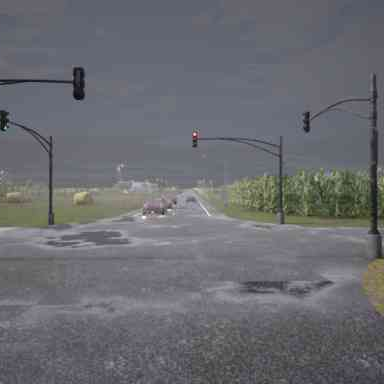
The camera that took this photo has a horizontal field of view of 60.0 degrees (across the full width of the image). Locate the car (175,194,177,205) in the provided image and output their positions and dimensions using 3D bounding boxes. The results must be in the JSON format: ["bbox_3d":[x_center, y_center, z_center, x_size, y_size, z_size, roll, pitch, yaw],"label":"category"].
[{"bbox_3d":[-3.723,1.152,56.690,2.150,2.045,5.566,0,0,1],"label":"car"}]

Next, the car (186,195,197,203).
[{"bbox_3d":[-0.120,1.410,66.140,1.837,1.490,4.892,0,0,0],"label":"car"}]

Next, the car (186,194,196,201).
[{"bbox_3d":[-0.198,1.330,76.444,2.128,1.511,4.902,0,0,0],"label":"car"}]

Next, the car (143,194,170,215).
[{"bbox_3d":[-3.718,1.325,33.910,2.097,1.767,4.553,0,0,0],"label":"car"}]

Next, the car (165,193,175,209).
[{"bbox_3d":[-3.712,1.310,44.006,2.097,1.767,4.553,0,0,0],"label":"car"}]
